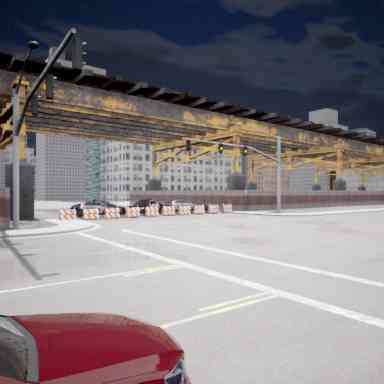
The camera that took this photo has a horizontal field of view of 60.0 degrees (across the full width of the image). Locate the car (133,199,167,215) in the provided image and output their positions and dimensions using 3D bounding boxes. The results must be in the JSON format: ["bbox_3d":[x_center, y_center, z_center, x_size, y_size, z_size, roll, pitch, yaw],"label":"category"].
[{"bbox_3d":[-4.649,1.453,33.079,2.038,1.542,4.974,0,0,18],"label":"car"}]

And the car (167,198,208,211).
[{"bbox_3d":[-0.800,1.295,36.841,4.536,1.218,1.853,0,0,-7],"label":"car"}]

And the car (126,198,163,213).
[{"bbox_3d":[-4.634,1.295,33.129,1.853,1.218,4.536,0,0,18],"label":"car"}]

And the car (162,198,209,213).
[{"bbox_3d":[-0.748,1.453,36.848,4.974,1.542,2.038,0,0,-7],"label":"car"}]

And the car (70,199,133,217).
[{"bbox_3d":[-8.388,1.453,30.385,4.974,1.542,2.038,0,0,8],"label":"car"}]

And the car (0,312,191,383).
[{"bbox_3d":[-2.160,1.526,2.226,4.674,1.442,1.812,0,0,-35],"label":"car"}]

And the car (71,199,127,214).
[{"bbox_3d":[-8.439,1.295,30.392,4.536,1.218,1.853,0,0,8],"label":"car"}]
